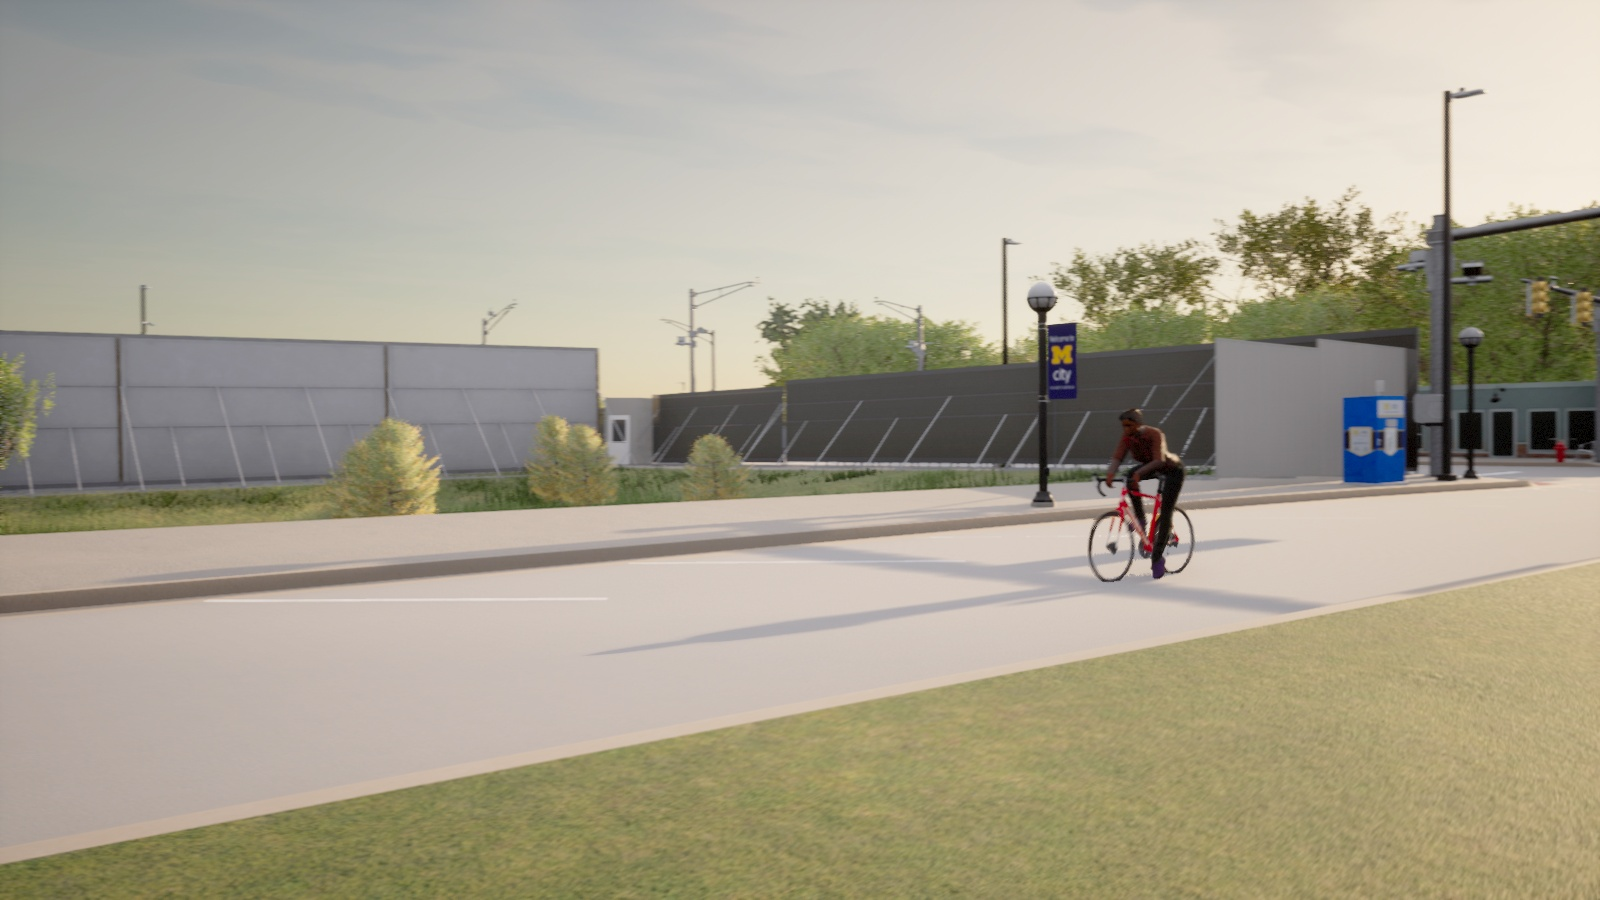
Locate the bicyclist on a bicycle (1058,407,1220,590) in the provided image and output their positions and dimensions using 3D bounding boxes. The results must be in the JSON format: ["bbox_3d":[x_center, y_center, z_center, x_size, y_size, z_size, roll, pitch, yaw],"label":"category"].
[{"bbox_3d":[3.235,0.418,11.903,1.656,1.620,0.582,-2,1,-38],"label":"bicyclist on a bicycle"}]
